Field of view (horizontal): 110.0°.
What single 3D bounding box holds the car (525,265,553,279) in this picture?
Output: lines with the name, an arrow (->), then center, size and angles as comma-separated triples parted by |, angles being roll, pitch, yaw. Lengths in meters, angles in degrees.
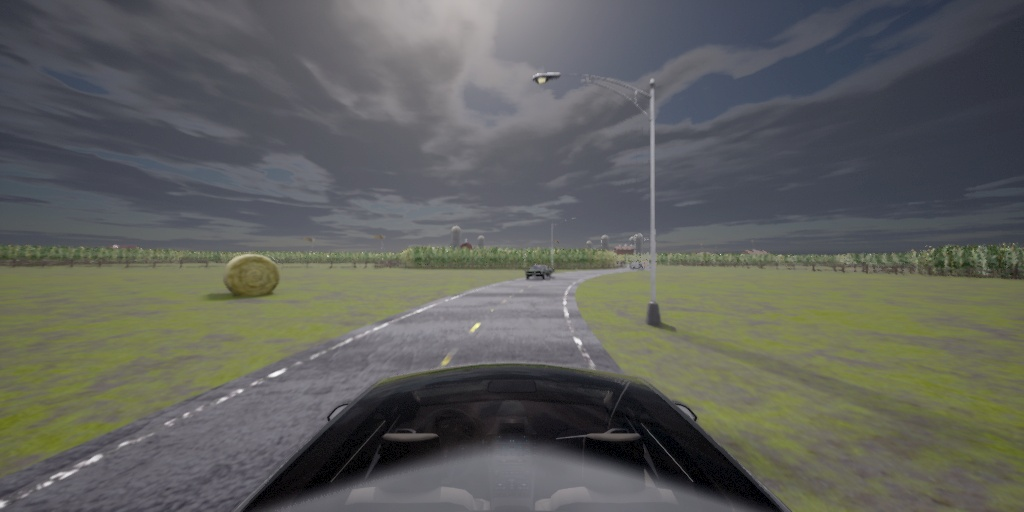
car -> 2.696, 1.554, 35.161 | 1.895, 1.301, 4.718 | 0, 0, 17
